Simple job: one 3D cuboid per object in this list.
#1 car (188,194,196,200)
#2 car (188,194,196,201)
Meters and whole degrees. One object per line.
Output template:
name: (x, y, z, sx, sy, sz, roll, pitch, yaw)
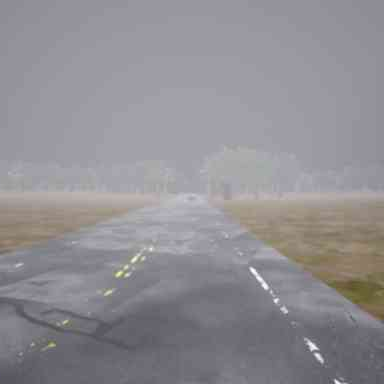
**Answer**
car: (0.027, 1.321, 88.496, 2.033, 1.411, 5.357, 0, 0, 0)
car: (0.024, 1.447, 78.477, 1.812, 1.442, 4.674, 0, 0, 0)
